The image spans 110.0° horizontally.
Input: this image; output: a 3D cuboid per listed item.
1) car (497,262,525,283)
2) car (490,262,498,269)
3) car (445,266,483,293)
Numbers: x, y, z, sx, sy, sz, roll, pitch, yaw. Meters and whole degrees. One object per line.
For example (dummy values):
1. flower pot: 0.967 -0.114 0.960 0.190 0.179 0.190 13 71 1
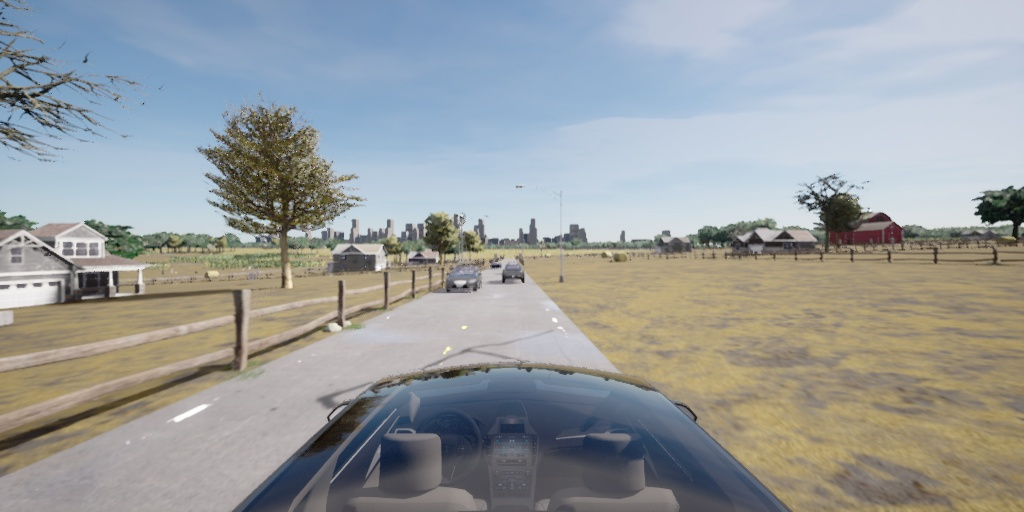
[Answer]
1. car: 0.101 1.420 30.329 2.128 1.511 4.902 0 0 0
2. car: -2.777 1.688 63.986 1.895 1.301 4.718 0 0 1
3. car: -2.849 1.372 22.043 2.128 1.511 4.902 0 0 0
